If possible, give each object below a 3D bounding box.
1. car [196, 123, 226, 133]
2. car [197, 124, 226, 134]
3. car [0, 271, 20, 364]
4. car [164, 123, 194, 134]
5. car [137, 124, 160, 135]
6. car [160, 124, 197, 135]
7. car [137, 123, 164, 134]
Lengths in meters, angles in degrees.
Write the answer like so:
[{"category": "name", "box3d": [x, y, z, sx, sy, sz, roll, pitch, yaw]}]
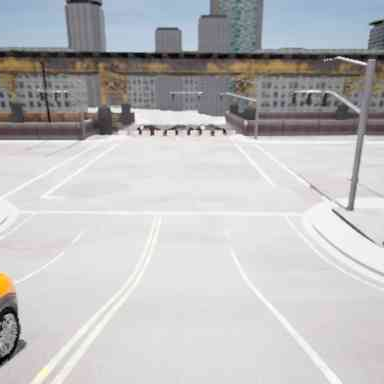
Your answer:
[{"category": "car", "box3d": [3.173, -10.520, 54.635, 4.536, 1.218, 1.853, 9, 19, 28]}, {"category": "car", "box3d": [3.218, -10.362, 54.656, 4.974, 1.542, 2.038, 9, 19, 28]}, {"category": "car", "box3d": [-3.584, 1.396, 2.995, 2.097, 1.767, 4.553, 0, -2, 0]}, {"category": "car", "box3d": [-2.118, -10.321, 53.967, 4.536, 1.218, 1.853, -11, 20, -34]}, {"category": "car", "box3d": [-6.768, -10.179, 54.044, 4.974, 1.542, 2.038, 16, 23, 42]}, {"category": "car", "box3d": [-2.160, -10.161, 53.983, 4.974, 1.542, 2.038, -11, 20, -34]}, {"category": "car", "box3d": [-6.805, -10.340, 54.034, 4.536, 1.218, 1.853, 16, 23, 42]}]
